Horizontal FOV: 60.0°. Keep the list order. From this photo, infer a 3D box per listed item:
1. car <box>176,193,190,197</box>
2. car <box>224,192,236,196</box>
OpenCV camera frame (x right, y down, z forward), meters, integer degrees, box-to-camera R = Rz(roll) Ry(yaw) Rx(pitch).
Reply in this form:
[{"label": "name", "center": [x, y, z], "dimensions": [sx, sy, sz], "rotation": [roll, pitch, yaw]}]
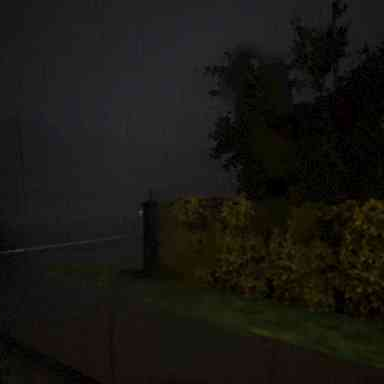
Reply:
[{"label": "car", "center": [-1.071, 0.861, 52.955], "dimensions": [1.812, 1.442, 4.674], "rotation": [1, 2, 35]}, {"label": "car", "center": [8.358, 0.498, 66.200], "dimensions": [2.033, 1.411, 5.357], "rotation": [1, 1, 36]}]
